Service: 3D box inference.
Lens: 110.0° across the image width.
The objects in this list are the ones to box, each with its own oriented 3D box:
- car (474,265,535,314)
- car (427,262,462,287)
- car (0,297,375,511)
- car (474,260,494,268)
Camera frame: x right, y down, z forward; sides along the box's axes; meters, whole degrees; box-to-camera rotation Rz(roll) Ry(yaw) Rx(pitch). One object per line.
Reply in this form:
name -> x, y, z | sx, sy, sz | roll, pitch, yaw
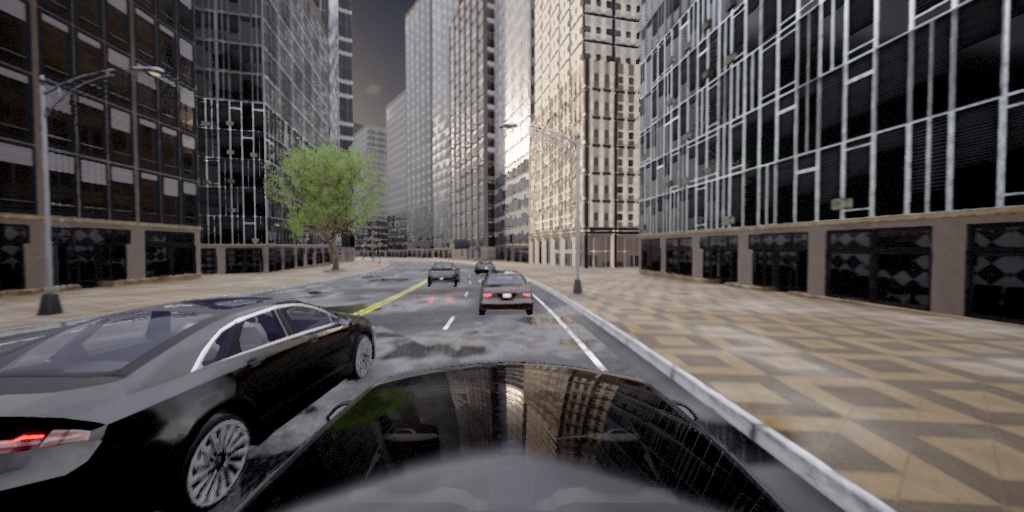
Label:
car -> -0.283, 1.219, 13.272 | 2.033, 1.411, 5.357 | 0, 0, -3
car -> -4.358, 1.109, 23.434 | 2.128, 1.511, 4.902 | 0, 0, -6
car -> -3.239, 1.232, 4.239 | 2.128, 1.511, 4.902 | 0, 0, -1
car -> -2.785, 1.082, 36.595 | 1.994, 1.385, 4.181 | 0, 0, -9
